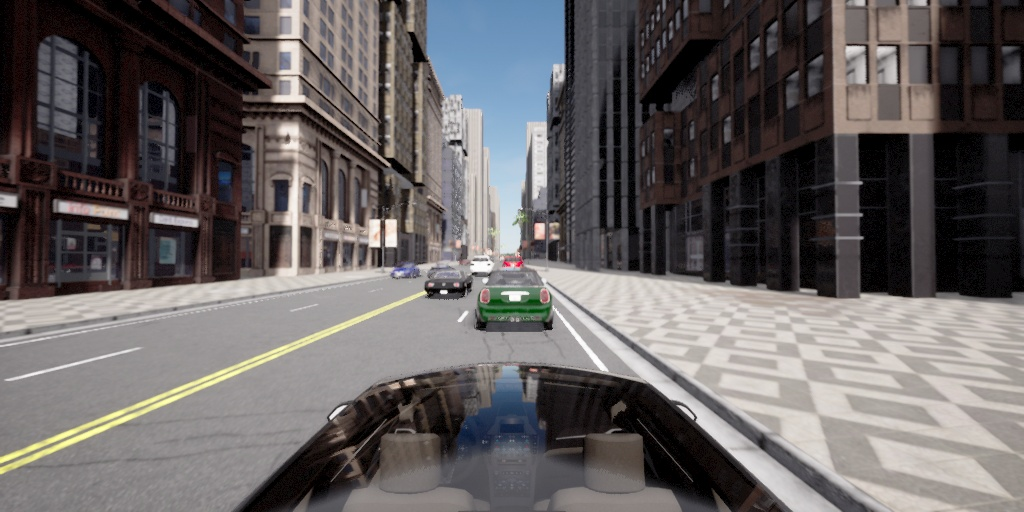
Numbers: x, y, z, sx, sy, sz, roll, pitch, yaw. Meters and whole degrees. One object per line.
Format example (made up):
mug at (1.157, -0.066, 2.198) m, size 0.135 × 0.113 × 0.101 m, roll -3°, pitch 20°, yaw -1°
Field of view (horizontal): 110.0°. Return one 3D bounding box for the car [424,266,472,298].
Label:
car at (-3.151, 1.390, 18.891) m, size 1.895 × 1.301 × 4.718 m, roll 0°, pitch 0°, yaw 0°

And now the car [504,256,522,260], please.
car at (0.102, 1.048, 36.963) m, size 2.150 × 2.045 × 5.566 m, roll 0°, pitch 0°, yaw 0°

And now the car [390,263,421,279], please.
car at (-9.846, 1.347, 33.541) m, size 1.812 × 1.442 × 4.674 m, roll 0°, pitch 0°, yaw 0°

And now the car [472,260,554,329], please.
car at (0.084, 1.124, 11.499) m, size 2.097 × 1.767 × 4.553 m, roll 0°, pitch 0°, yaw 0°

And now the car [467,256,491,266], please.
car at (-3.149, 1.054, 38.556) m, size 2.150 × 2.045 × 5.566 m, roll 0°, pitch 0°, yaw 0°

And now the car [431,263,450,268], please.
car at (-6.596, 1.386, 33.683) m, size 1.994 × 1.385 × 4.181 m, roll 0°, pitch 0°, yaw 0°

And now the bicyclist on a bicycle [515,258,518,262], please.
bicyclist on a bicycle at (0.897, 1.313, 54.432) m, size 0.582 × 1.620 × 1.656 m, roll 0°, pitch 0°, yaw 0°
